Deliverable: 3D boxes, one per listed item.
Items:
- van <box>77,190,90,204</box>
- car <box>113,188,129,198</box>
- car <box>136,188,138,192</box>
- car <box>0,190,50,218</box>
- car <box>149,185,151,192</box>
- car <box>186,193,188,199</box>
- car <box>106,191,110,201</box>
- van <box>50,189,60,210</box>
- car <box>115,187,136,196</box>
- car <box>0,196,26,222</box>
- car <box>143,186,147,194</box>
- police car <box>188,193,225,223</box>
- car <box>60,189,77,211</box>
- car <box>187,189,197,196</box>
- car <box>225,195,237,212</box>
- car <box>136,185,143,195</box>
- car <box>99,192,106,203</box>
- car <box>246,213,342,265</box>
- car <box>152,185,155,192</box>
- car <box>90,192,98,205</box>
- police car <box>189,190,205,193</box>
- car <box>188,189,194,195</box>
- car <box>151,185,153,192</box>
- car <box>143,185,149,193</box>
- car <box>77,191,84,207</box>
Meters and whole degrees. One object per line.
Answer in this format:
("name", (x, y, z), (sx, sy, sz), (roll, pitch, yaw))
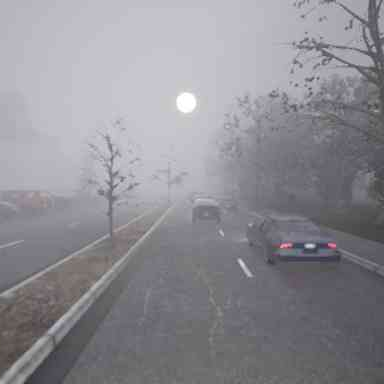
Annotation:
("van", (-13.970, 0.682, 36.741), (4.442, 1.987, 1.878), (-1, 2, -20))
("car", (-13.821, 0.500, 57.774), (4.792, 1.488, 2.163), (-1, 1, -20))
("car", (-13.846, 0.315, 66.769), (4.674, 1.452, 2.002), (-1, 1, -20))
("car", (-13.894, 0.901, 24.839), (5.566, 2.045, 2.435), (-1, 1, -20))
("car", (-13.862, -0.455, 87.769), (4.553, 1.767, 2.185), (-2, 2, -20))
("car", (-0.004, 0.493, 59.382), (2.033, 1.411, 5.357), (0, 1, 0))
("car", (-13.828, 0.748, 45.770), (4.792, 1.488, 2.163), (-1, 1, -20))
("van", (-13.758, 0.863, 27.882), (4.442, 1.987, 1.878), (-1, 1, -20))
("car", (-14.015, 0.344, 63.695), (5.366, 1.575, 1.946), (-1, 2, -20))
("car", (-13.863, 1.247, 21.874), (4.674, 1.452, 2.002), (-1, 1, -20))
("car", (-13.665, 0.039, 75.838), (5.366, 1.575, 1.946), (-1, 1, -20))
("police car", (0.898, 1.118, 22.919), (1.930, 1.638, 5.238), (0, 1, 0))
("car", (-13.840, 0.777, 30.834), (5.566, 2.045, 2.435), (-1, 1, -20))
("car", (-0.005, 0.049, 74.376), (1.994, 1.385, 4.181), (0, 2, 0))
("car", (3.096, 1.017, 31.226), (2.128, 1.511, 4.902), (0, 1, 0))
("car", (-13.818, -0.045, 69.780), (5.566, 2.045, 2.435), (-1, 1, -20))
("car", (-13.850, 0.822, 42.753), (4.674, 1.452, 2.002), (-1, 2, -20))
("car", (3.098, 1.432, 11.236), (2.033, 1.411, 5.357), (0, 1, 0))
("car", (-13.820, -0.543, 93.781), (5.008, 1.535, 2.097), (-2, 3, -20))
("car", (-13.829, 0.717, 39.778), (4.553, 1.767, 2.185), (-1, 2, -20))
("police car", (0.898, 0.916, 32.917), (1.930, 1.638, 5.238), (0, 1, 0))
("car", (0.897, 0.721, 38.776), (2.097, 1.767, 4.553), (0, 1, 0))
("car", (-13.831, -0.395, 90.784), (4.674, 1.452, 2.002), (-2, 2, -20))
("car", (-13.864, -0.291, 78.758), (5.566, 2.045, 2.435), (-1, 2, -20))
("car", (-13.854, 0.968, 33.807), (4.892, 1.521, 2.231), (-1, 2, -20))
